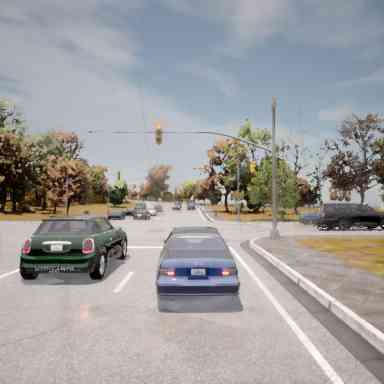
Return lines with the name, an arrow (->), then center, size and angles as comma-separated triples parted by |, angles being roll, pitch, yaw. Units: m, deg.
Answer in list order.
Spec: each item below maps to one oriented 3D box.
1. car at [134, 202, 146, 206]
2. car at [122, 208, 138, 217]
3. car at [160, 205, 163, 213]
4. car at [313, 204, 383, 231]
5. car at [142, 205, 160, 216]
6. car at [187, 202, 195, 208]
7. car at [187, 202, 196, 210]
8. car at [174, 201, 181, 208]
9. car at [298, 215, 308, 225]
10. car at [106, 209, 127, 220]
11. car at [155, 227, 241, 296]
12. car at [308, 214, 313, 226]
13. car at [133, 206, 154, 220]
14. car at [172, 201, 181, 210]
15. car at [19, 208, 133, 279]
car -> -10.644, 3.215, 68.296 | 2.150, 2.045, 5.566 | 0, 0, 0
car -> -10.703, 3.514, 57.539 | 1.895, 1.301, 4.718 | 0, -1, 0
car -> -7.146, 3.489, 70.016 | 1.837, 1.490, 4.892 | 0, 0, 0
car -> 12.815, 1.936, 25.888 | 5.566, 2.045, 2.150 | 0, -3, -3
car -> -7.200, 3.442, 57.747 | 1.812, 1.442, 4.674 | 0, -1, 0
car -> -0.278, 3.319, 88.016 | 1.994, 1.385, 4.181 | 0, 0, -4
car -> -0.162, 3.479, 77.833 | 1.812, 1.442, 4.674 | 0, 0, 0
car -> -3.777, 3.263, 87.923 | 1.837, 1.490, 4.892 | 0, 0, -4
car -> 13.179, 2.531, 33.186 | 5.008, 1.535, 1.882 | 0, -3, -1
car -> -10.731, 3.216, 47.662 | 2.033, 1.411, 5.357 | 0, -2, -3
car -> 0.073, 1.647, 8.955 | 2.033, 1.411, 5.357 | 0, -1, -1
car -> 13.012, 2.455, 29.691 | 4.181, 1.385, 1.994 | 0, -3, -2
car -> -7.190, 3.166, 47.857 | 2.128, 1.511, 4.902 | 0, -2, 1
car -> -3.662, 3.551, 77.891 | 1.895, 1.301, 4.718 | 0, 0, 0
car -> -3.438, 1.488, 10.572 | 2.097, 1.767, 4.553 | 0, -1, 0
